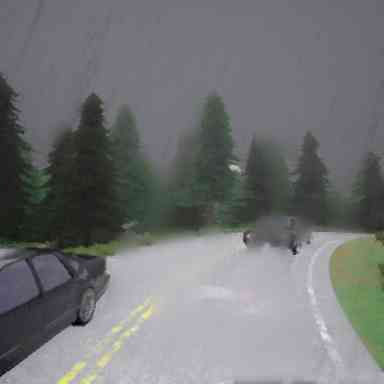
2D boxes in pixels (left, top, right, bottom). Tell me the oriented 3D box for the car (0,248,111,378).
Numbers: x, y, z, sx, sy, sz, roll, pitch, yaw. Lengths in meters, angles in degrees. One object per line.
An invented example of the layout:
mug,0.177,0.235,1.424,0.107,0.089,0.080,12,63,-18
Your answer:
car,-2.850,1.546,4.501,2.033,1.411,5.357,0,-1,8

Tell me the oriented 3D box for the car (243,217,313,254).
car,3.758,1.672,13.836,1.895,1.301,4.718,-2,-2,29
